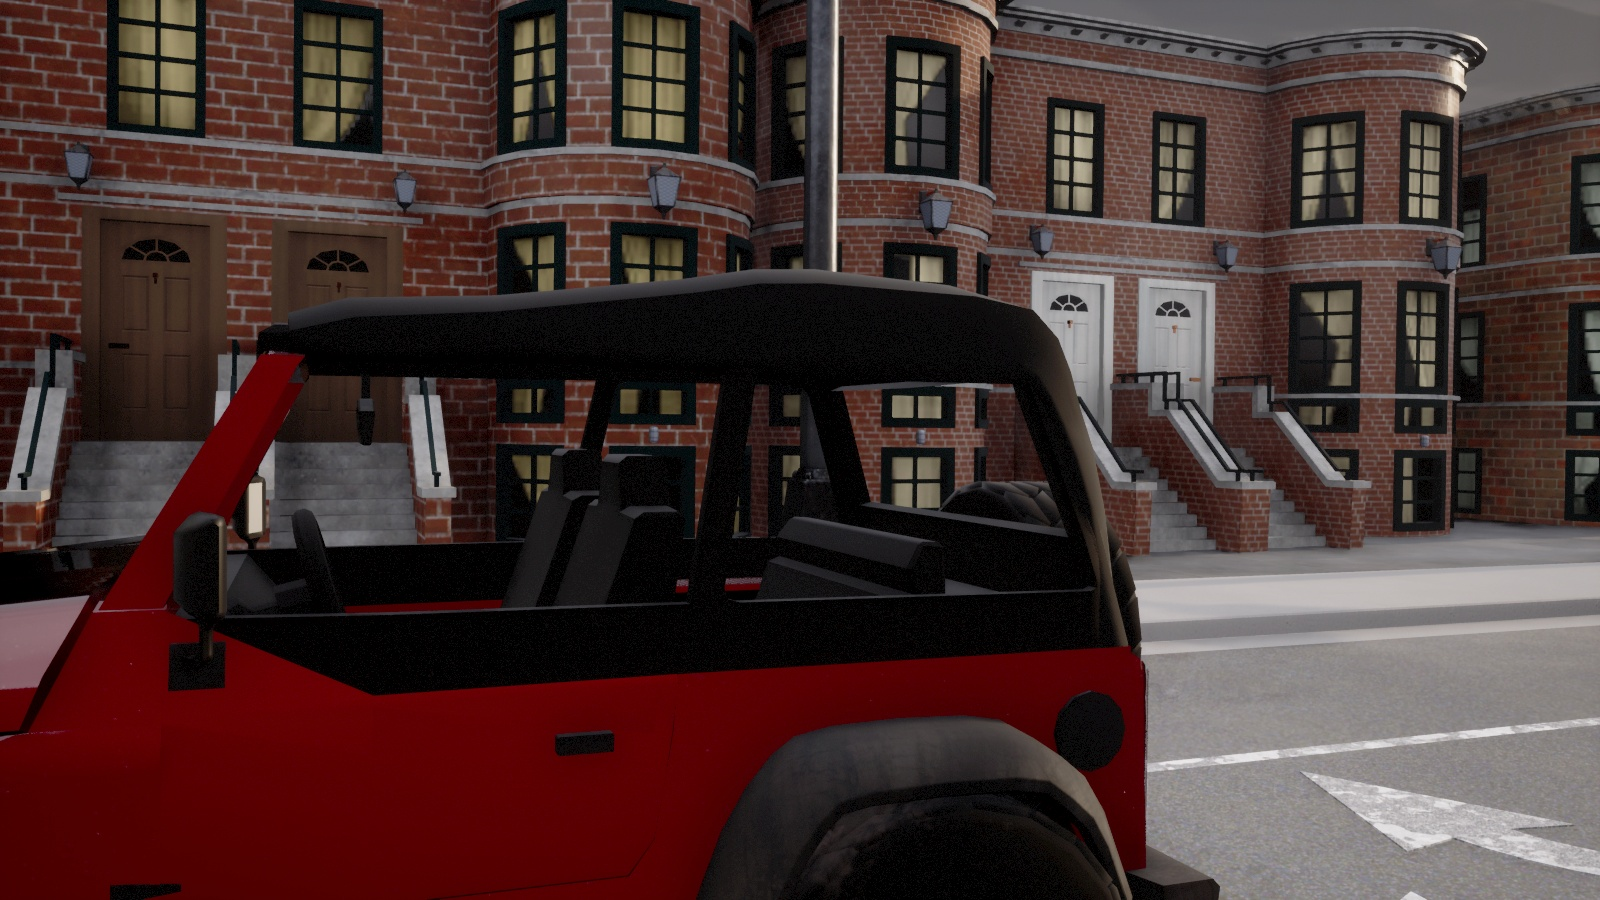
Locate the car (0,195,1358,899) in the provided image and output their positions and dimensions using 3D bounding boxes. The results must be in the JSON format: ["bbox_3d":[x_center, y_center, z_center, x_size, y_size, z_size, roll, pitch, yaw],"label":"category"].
[{"bbox_3d":[-0.955,0.557,2.881,3.866,1.878,1.905,-1,1,-21],"label":"car"}]
